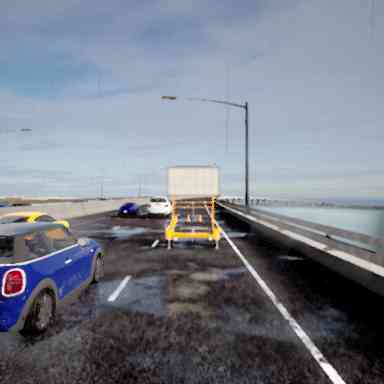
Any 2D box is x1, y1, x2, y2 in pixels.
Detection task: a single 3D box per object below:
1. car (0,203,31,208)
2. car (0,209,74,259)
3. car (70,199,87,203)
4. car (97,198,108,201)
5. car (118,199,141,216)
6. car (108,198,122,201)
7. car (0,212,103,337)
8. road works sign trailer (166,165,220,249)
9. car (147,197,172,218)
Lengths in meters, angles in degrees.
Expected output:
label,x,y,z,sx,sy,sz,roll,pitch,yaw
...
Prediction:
label,x,y,z,sx,sy,sz,roll,pitch,yaw
car,-17.352,1.787,32.952,1.812,1.442,4.674,0,0,1
car,-6.840,1.590,14.041,1.882,1.535,5.008,0,0,0
car,-23.548,2.127,69.031,1.895,1.301,4.718,0,0,1
car,-19.910,2.046,74.087,1.812,1.442,4.674,0,0,2
car,-6.618,1.804,35.476,1.812,1.442,4.674,0,0,1
car,-16.423,2.023,73.567,1.837,1.490,4.892,0,0,2
car,-3.377,1.408,6.933,2.097,1.767,4.553,0,0,0
road works sign trailer,0.058,0.585,15.194,2.380,3.560,2.880,0,0,0
car,-3.145,1.486,33.673,2.150,2.045,5.566,0,0,1
